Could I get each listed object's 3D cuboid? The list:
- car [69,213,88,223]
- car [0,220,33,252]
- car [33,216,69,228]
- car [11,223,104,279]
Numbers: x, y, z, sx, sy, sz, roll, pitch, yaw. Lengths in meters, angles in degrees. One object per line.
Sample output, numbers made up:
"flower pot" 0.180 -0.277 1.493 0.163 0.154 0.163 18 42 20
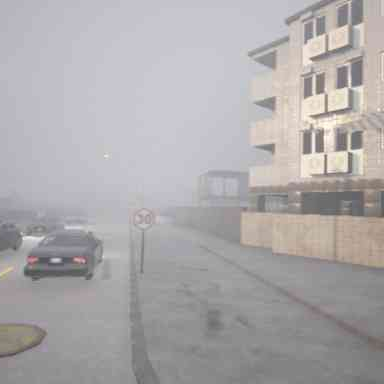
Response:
"car" -13.580 3.178 39.373 1.895 1.301 4.718 2 -3 -10
"car" -8.894 1.961 14.419 2.128 1.511 4.902 2 -3 -11
"car" -10.897 2.503 25.002 1.994 1.385 4.181 2 -3 -10
"car" -4.174 2.015 11.506 2.033 1.411 5.357 2 -3 -11
